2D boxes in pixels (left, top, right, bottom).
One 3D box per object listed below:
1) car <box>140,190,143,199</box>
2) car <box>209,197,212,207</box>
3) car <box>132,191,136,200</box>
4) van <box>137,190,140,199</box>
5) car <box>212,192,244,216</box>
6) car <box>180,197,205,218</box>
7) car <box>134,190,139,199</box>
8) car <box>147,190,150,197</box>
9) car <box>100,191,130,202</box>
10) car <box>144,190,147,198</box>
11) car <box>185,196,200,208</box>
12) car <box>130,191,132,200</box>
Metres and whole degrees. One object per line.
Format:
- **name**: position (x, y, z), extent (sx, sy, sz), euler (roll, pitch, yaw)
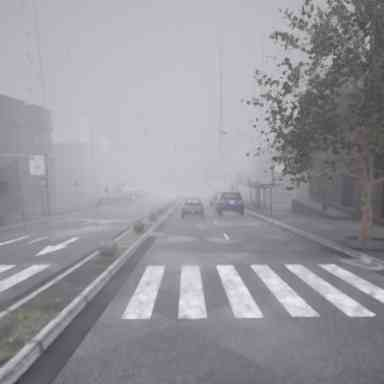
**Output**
- **car**: position (-14.023, 0.803, 73.971), extent (4.553, 1.767, 2.185), euler (-1, 1, -20)
- **car**: position (3.328, 1.154, 44.420), extent (1.812, 1.442, 4.674), euler (0, 1, 0)
- **car**: position (-14.060, 1.044, 64.810), extent (4.792, 1.488, 2.163), euler (-1, 1, -20)
- **van**: position (-13.941, 0.729, 70.962), extent (4.442, 1.987, 1.878), euler (-1, 0, -20)
- **car**: position (3.293, 0.970, 29.806), extent (2.150, 2.045, 5.566), euler (0, 1, 0)
- **car**: position (0.065, 1.275, 27.544), extent (2.128, 1.511, 4.902), euler (0, 0, 0)
- **car**: position (-14.214, 0.986, 67.804), extent (5.366, 1.575, 1.946), euler (-1, 1, -20)
- **car**: position (-14.098, 0.595, 83.086), extent (5.566, 2.045, 2.435), euler (-1, 1, -20)
- **car**: position (-13.994, 1.073, 58.724), extent (4.892, 1.521, 2.231), euler (-1, 1, -20)
- **car**: position (-14.057, 0.874, 80.058), extent (4.892, 1.521, 2.231), euler (-1, 1, -20)
- **car**: position (0.074, 1.254, 43.755), extent (1.895, 1.301, 4.718), euler (0, 0, 0)
- **car**: position (-14.055, 0.918, 61.765), extent (4.553, 1.767, 2.185), euler (-1, 0, -20)
